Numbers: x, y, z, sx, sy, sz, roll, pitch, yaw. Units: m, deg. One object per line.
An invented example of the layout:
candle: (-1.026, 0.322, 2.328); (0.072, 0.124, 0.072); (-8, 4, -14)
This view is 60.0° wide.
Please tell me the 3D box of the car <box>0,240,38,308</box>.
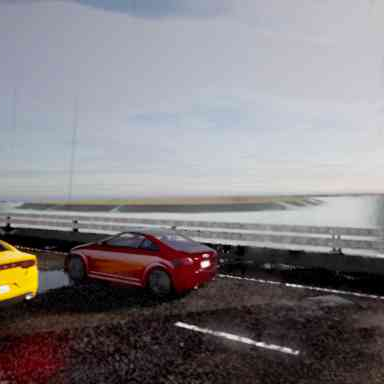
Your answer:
car: (-5.393, 1.567, 7.086); (5.008, 1.535, 1.882); (-1, -1, 32)

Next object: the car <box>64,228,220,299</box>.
car: (-1.382, 1.646, 8.700); (4.181, 1.385, 1.994); (-1, -1, 32)
